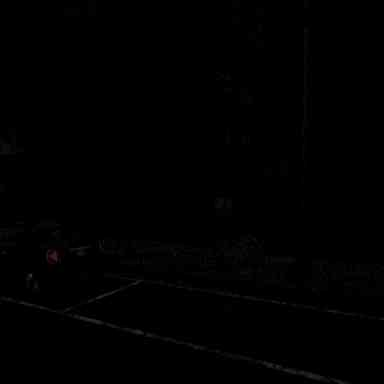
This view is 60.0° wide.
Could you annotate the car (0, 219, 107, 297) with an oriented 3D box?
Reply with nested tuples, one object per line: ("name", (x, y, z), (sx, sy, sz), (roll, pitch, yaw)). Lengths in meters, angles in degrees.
("car", (-4.271, 1.440, 8.609), (4.097, 1.590, 1.967), (0, 1, 29))
